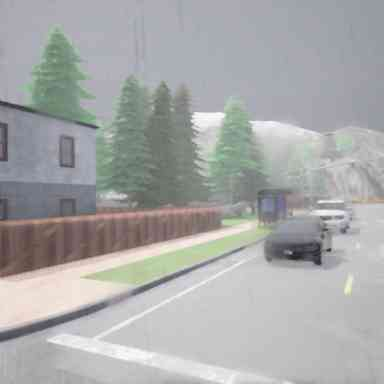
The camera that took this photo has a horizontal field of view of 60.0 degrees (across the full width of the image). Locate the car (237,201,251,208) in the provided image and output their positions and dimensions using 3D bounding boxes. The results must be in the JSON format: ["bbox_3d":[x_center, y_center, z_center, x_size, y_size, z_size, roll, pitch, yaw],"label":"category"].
[{"bbox_3d":[11.313,2.530,71.351,1.932,1.855,4.605,-2,-1,27],"label":"car"}]

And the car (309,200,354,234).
[{"bbox_3d":[9.252,1.546,22.188,2.150,2.045,5.566,-2,-1,29],"label":"car"}]

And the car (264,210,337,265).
[{"bbox_3d":[4.245,1.691,12.859,1.882,1.535,5.008,-2,-1,28],"label":"car"}]
